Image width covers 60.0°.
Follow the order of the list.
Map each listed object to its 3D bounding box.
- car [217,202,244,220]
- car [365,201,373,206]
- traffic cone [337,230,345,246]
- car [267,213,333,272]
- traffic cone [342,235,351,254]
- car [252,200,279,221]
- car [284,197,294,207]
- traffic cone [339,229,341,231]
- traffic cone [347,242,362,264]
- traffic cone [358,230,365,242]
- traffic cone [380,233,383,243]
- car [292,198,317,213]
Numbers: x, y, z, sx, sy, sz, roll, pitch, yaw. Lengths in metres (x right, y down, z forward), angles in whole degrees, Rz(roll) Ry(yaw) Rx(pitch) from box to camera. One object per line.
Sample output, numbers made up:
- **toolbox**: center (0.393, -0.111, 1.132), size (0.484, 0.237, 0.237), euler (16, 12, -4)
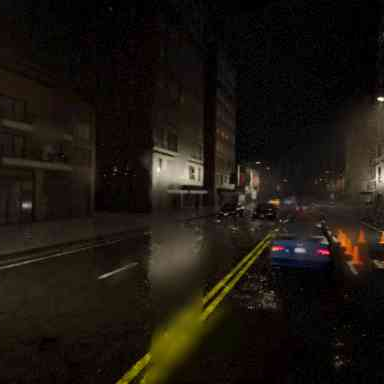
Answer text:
- **car**: center (3.768, 1.774, 31.755), size (1.837, 1.490, 4.892), euler (1, 0, 19)
- **car**: center (44.332, 2.852, 80.439), size (4.313, 1.339, 1.947), euler (1, 0, 20)
- **traffic cone**: center (6.923, 2.167, 15.130), size (0.340, 0.580, 0.340), euler (1, 0, 19)
- **car**: center (3.798, 1.685, 11.527), size (2.033, 1.411, 5.357), euler (1, 0, 19)
- **traffic cone**: center (6.264, 2.144, 13.242), size (0.340, 0.580, 0.340), euler (1, 0, 19)
- **car**: center (6.725, 1.785, 30.368), size (1.882, 1.535, 5.008), euler (1, 0, 19)
- **car**: center (20.399, 2.011, 69.208), size (2.150, 2.045, 5.566), euler (1, 0, 19)
- **traffic cone**: center (7.582, 2.190, 17.018), size (0.340, 0.580, 0.340), euler (1, 0, 19)
- **traffic cone**: center (5.604, 2.121, 11.354), size (0.340, 0.580, 0.340), euler (1, 0, 19)
- **traffic cone**: center (8.526, 2.204, 16.688), size (0.340, 0.580, 0.340), euler (1, 0, 19)
- **traffic cone**: center (9.470, 2.217, 16.359), size (0.340, 0.580, 0.340), euler (1, 0, 19)
- **car**: center (11.819, 1.769, 34.489), size (2.097, 1.767, 4.553), euler (1, 0, 19)
